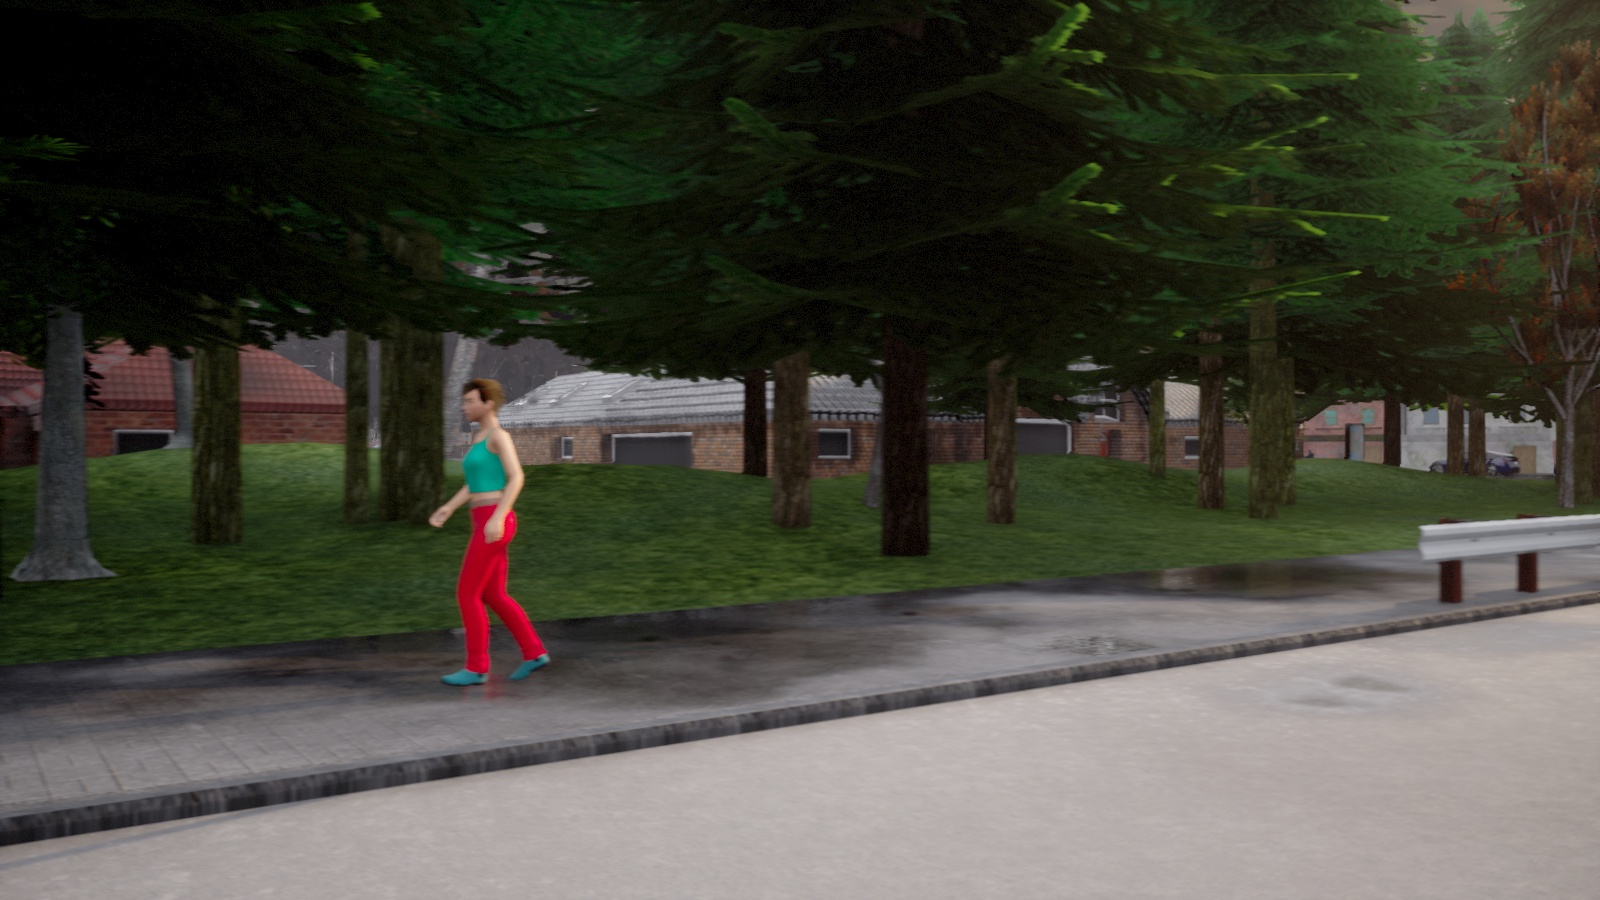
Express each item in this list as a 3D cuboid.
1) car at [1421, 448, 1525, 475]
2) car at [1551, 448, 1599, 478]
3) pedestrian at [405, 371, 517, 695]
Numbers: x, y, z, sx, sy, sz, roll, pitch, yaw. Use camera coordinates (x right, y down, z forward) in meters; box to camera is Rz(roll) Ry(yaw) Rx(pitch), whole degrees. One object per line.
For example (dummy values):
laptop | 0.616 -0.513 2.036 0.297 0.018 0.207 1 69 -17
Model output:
car | 38.601 0.640 72.165 2.163 1.488 4.792 0 0 -35
car | 40.224 0.638 62.811 1.816 1.474 4.193 0 0 -35
pedestrian | -2.003 0.470 7.406 0.594 1.836 0.345 0 0 -22
